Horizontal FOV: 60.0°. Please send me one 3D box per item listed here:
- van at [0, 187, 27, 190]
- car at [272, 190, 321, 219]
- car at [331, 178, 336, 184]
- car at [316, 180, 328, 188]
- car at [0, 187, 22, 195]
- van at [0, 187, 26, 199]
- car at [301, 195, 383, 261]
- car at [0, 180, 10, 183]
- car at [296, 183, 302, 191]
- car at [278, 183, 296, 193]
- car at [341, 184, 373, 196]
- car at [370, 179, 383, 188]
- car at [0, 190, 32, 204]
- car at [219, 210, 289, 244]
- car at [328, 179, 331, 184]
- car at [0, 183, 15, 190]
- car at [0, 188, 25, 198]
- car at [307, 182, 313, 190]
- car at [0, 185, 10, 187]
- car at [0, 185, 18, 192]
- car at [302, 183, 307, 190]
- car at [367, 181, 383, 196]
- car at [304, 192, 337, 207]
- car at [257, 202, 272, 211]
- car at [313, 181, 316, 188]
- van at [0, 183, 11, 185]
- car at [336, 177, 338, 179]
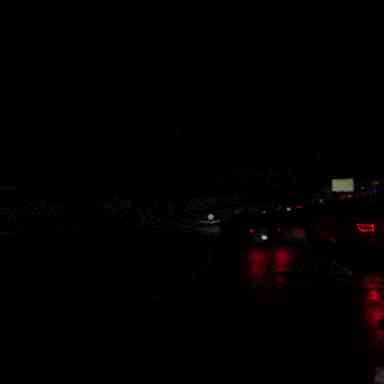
[{"bbox_3d":[-29.418,0.583,55.134,1.878,1.987,4.442,4,3,38],"label":"van"},{"bbox_3d":[8.946,1.234,27.211,2.150,2.045,5.566,-2,2,38],"label":"car"},{"bbox_3d":[33.293,-2.294,85.121,5.008,1.535,2.097,-3,2,14],"label":"car"},{"bbox_3d":[28.358,-1.716,77.770,4.892,1.521,2.231,-3,2,15],"label":"car"},{"bbox_3d":[-39.024,-0.332,70.297,2.231,1.521,4.892,5,4,38],"label":"car"},{"bbox_3d":[-32.722,0.206,60.026,1.878,1.987,4.442,5,4,38],"label":"van"},{"bbox_3d":[6.239,1.283,12.748,2.150,2.045,5.566,-1,0,1],"label":"car"},{"bbox_3d":[-42.237,-0.967,75.374,2.435,2.045,5.566,4,3,37],"label":"car"},{"bbox_3d":[17.901,-0.506,63.517,4.892,1.521,2.231,-3,2,18],"label":"car"},{"bbox_3d":[16.046,-0.267,61.213,4.792,1.488,2.163,-3,2,19],"label":"car"},{"bbox_3d":[18.658,0.382,38.078,2.097,1.767,4.553,-2,3,42],"label":"car"},{"bbox_3d":[36.379,-1.729,65.011,2.033,1.411,5.357,-1,3,35],"label":"car"},{"bbox_3d":[-27.919,0.999,52.509,2.097,1.535,5.008,4,3,38],"label":"car"},{"bbox_3d":[2.809,1.765,16.912,1.895,1.301,4.718,-1,-1,-11],"label":"car"},{"bbox_3d":[30.027,-1.911,80.206,4.892,1.521,2.231,-3,2,15],"label":"car"},{"bbox_3d":[-47.287,-1.286,82.747,1.946,1.575,5.366,5,4,37],"label":"car"},{"bbox_3d":[-34.264,0.114,62.645,2.185,1.767,4.553,4,3,38],"label":"car"},{"bbox_3d":[21.474,-0.918,68.204,5.008,1.535,2.097,-3,2,17],"label":"car"},{"bbox_3d":[-31.084,0.369,57.553,2.435,2.045,5.566,5,4,38],"label":"car"},{"bbox_3d":[-43.897,-0.905,77.889,2.231,1.521,4.892,4,3,37],"label":"car"},{"bbox_3d":[19.696,-0.673,65.863,4.674,1.452,2.002,-3,2,18],"label":"car"},{"bbox_3d":[26.274,-0.321,46.997,1.882,1.535,5.008,-1,3,40],"label":"car"},{"bbox_3d":[14.851,0.859,38.308,1.895,1.301,4.718,-2,3,42],"label":"car"},{"bbox_3d":[7.377,1.592,29.658,1.994,1.385,4.181,-2,2,38],"label":"car"},{"bbox_3d":[23.185,-1.243,70.581,4.553,1.767,2.185,-3,2,17],"label":"car"},{"bbox_3d":[-35.759,-0.179,65.300,1.878,1.987,4.442,4,3,38],"label":"van"},{"bbox_3d":[34.922,-2.480,87.588,5.008,1.535,2.097,-3,2,14],"label":"car"}]
